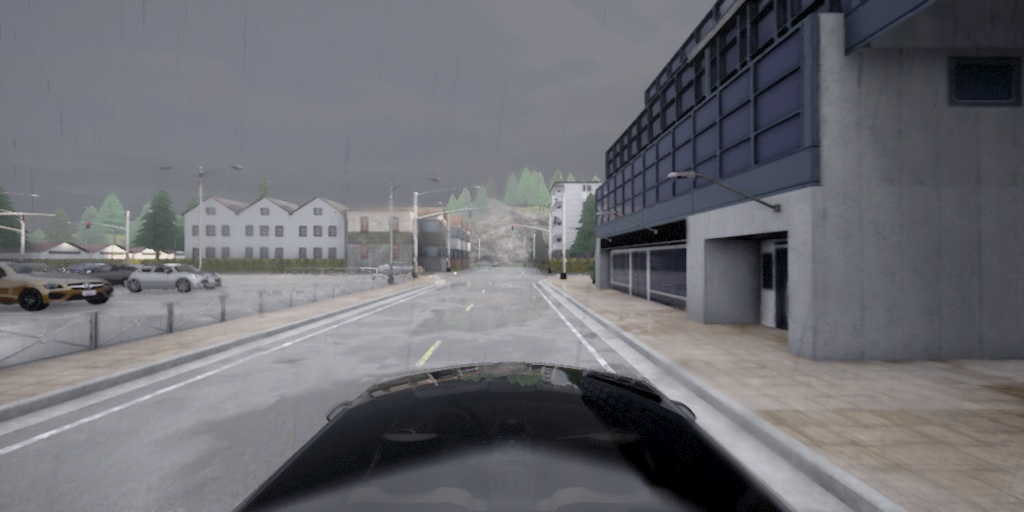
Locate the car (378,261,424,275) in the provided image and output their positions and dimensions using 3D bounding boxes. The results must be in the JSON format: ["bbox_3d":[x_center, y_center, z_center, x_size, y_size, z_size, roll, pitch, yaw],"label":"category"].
[{"bbox_3d":[-11.833,1.307,38.333,4.674,1.442,1.812,0,-1,0],"label":"car"}]

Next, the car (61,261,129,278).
[{"bbox_3d":[-44.583,1.295,38.388,4.674,1.442,1.812,0,-1,0],"label":"car"}]
